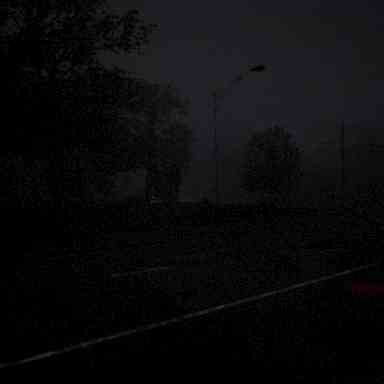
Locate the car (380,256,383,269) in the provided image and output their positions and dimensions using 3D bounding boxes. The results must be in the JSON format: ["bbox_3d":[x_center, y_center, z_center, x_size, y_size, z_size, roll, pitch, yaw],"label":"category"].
[{"bbox_3d":[7.153,1.427,8.940,5.357,1.411,2.033,-1,1,-35],"label":"car"}]

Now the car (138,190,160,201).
[{"bbox_3d":[-7.736,0.566,60.907,2.150,2.045,5.566,-3,1,-38],"label":"car"}]
